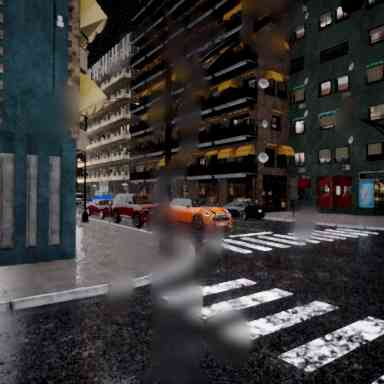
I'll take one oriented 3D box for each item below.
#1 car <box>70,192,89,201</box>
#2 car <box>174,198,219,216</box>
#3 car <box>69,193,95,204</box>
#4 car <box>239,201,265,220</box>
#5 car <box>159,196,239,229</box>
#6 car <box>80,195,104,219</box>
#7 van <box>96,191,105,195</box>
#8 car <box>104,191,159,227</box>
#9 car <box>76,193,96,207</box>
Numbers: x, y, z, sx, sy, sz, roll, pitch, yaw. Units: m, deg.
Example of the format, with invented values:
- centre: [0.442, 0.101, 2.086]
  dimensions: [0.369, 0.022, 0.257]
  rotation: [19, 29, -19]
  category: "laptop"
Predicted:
- centre: [-19.267, 0.769, 56.784]
  dimensions: [1.887, 1.381, 4.507]
  rotation: [2, 0, -36]
  category: "car"
- centre: [0.323, 1.288, 29.705]
  dimensions: [1.802, 1.307, 4.206]
  rotation: [2, 0, -36]
  category: "car"
- centre: [-15.764, 0.889, 47.427]
  dimensions: [2.033, 1.411, 5.357]
  rotation: [1, 0, -36]
  category: "car"
- centre: [3.588, 1.353, 25.192]
  dimensions: [1.947, 1.339, 4.313]
  rotation: [2, 0, -36]
  category: "car"
- centre: [0.294, 1.126, 19.894]
  dimensions: [2.097, 1.767, 4.553]
  rotation: [1, 0, -37]
  category: "car"
- centre: [-6.489, 1.183, 24.825]
  dimensions: [1.887, 1.381, 4.507]
  rotation: [2, 0, -36]
  category: "car"
- centre: [-12.733, 0.726, 47.759]
  dimensions: [1.690, 1.788, 3.998]
  rotation: [2, 0, -36]
  category: "van"
- centre: [-3.217, 1.034, 20.312]
  dimensions: [2.192, 1.841, 5.009]
  rotation: [2, 0, -36]
  category: "car"
- centre: [-13.029, 0.972, 38.287]
  dimensions: [1.812, 1.442, 4.674]
  rotation: [1, 1, -36]
  category: "car"
